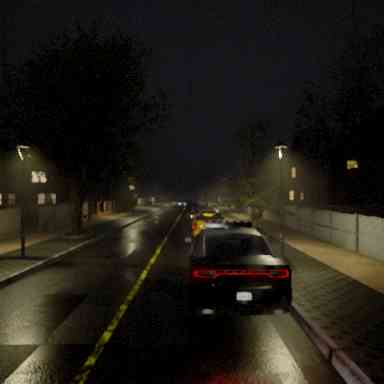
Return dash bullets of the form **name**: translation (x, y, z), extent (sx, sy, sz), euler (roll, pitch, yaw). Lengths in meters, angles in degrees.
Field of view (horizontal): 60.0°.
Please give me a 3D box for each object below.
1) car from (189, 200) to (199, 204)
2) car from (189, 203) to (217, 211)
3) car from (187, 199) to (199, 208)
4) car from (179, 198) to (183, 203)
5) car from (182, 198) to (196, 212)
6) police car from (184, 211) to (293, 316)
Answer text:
- **car**: translation (0.893, 1.643, 24.009), extent (1.801, 1.575, 5.366), euler (0, 0, 0)
- **car**: translation (0.875, 1.597, 18.009), extent (1.801, 1.575, 5.366), euler (0, 0, 0)
- **car**: translation (0.164, 1.979, 57.804), extent (2.033, 1.411, 5.357), euler (0, 0, 0)
- **car**: translation (-2.497, 2.241, 88.579), extent (1.895, 1.301, 4.718), euler (0, 0, 0)
- **car**: translation (0.147, 1.830, 44.463), extent (2.128, 1.511, 4.902), euler (0, 0, 1)
- **police car**: translation (0.846, 1.489, 7.927), extent (1.930, 1.638, 5.238), euler (0, 0, 0)
